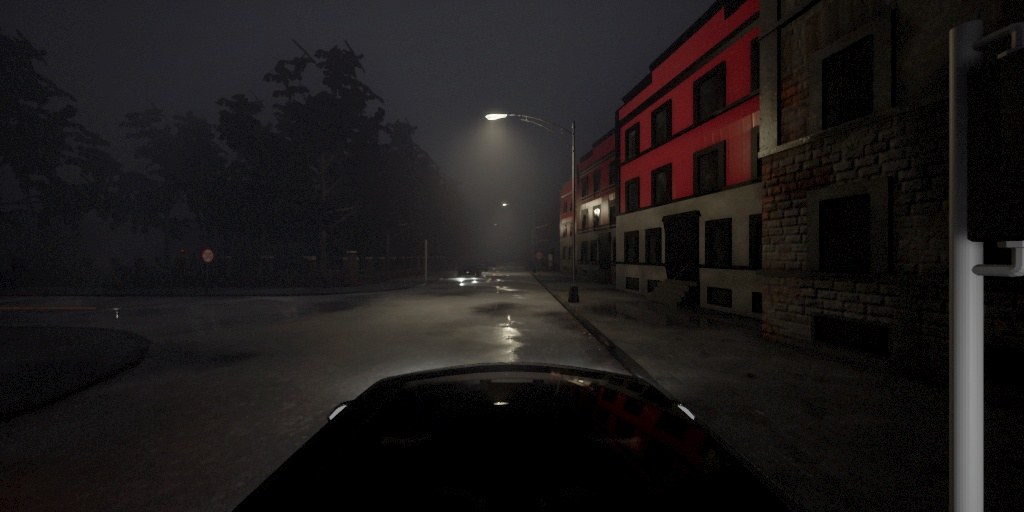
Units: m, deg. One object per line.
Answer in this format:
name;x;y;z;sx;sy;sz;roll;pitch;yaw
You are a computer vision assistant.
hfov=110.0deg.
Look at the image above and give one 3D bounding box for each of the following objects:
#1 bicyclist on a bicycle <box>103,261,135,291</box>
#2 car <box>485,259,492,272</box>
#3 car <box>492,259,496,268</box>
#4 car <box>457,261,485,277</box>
bicyclist on a bicycle;-21.814;1.099;19.934;0.582;1.620;1.656;0;0;0
car;-4.010;1.298;46.031;2.033;1.411;5.357;0;0;0
car;-3.885;1.228;62.727;1.882;1.535;5.008;0;0;0
car;-4.035;1.314;34.656;1.994;1.385;4.181;0;0;0
